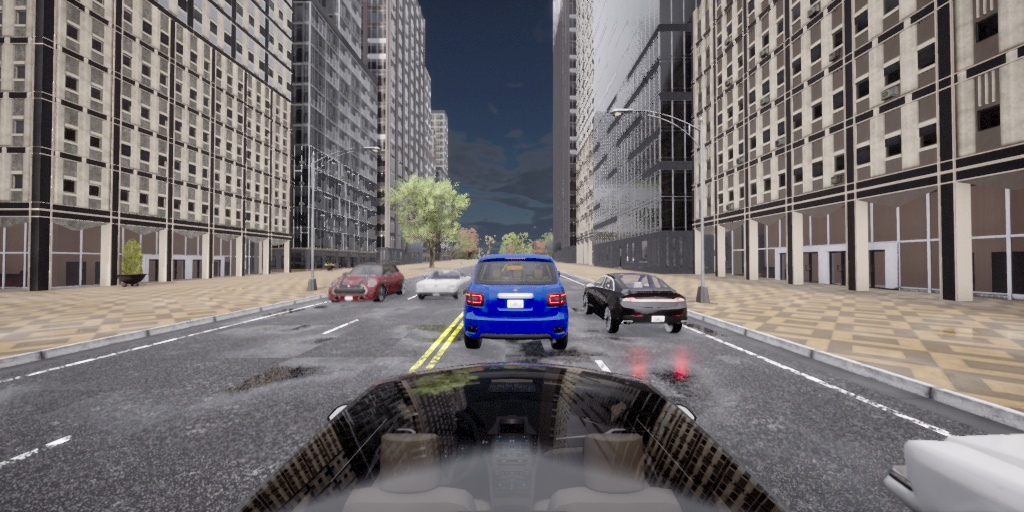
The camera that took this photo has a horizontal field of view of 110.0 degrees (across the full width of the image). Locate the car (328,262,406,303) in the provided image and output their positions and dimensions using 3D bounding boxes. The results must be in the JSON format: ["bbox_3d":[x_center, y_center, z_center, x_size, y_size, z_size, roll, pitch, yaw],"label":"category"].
[{"bbox_3d":[-6.536,1.107,16.625,2.097,1.767,4.553,0,0,0],"label":"car"}]

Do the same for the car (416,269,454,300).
[{"bbox_3d":[-3.280,1.356,17.725,1.895,1.301,4.718,0,0,0],"label":"car"}]

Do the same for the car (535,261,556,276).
[{"bbox_3d":[3.508,1.268,38.247,1.837,1.490,4.892,0,0,0],"label":"car"}]

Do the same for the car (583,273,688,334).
[{"bbox_3d":[3.388,1.244,10.712,2.128,1.511,4.902,0,0,0],"label":"car"}]

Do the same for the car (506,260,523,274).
[{"bbox_3d":[0.277,1.242,42.640,1.882,1.535,5.008,0,0,0],"label":"car"}]

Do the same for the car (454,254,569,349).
[{"bbox_3d":[0.120,0.974,9.276,2.150,2.045,5.566,0,0,1],"label":"car"}]

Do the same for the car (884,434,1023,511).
[{"bbox_3d":[3.342,1.350,0.128,1.895,1.301,4.718,0,0,0],"label":"car"}]
